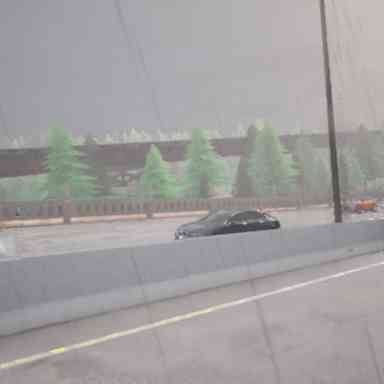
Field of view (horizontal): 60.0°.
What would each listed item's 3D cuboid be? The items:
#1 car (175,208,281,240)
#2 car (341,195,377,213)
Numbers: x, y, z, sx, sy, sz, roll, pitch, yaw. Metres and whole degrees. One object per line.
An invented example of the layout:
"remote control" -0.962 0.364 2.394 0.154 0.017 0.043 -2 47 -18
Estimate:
"car" 1.591 1.436 13.713 4.892 1.490 1.837 -1 0 -35
"car" 16.097 1.110 32.602 4.553 1.767 2.097 -1 0 -35
